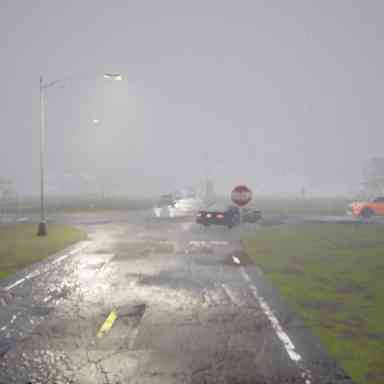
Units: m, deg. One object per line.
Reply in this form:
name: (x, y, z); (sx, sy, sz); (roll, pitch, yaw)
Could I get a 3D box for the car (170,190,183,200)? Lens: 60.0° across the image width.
car: (-2.825, 0.498, 60.633); (2.097, 1.767, 4.553); (0, 1, 0)

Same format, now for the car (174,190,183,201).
car: (-2.826, 0.767, 51.544); (2.128, 1.511, 4.902); (0, 1, 0)

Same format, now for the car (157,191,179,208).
car: (-2.840, 0.969, 38.270); (1.837, 1.490, 4.892); (0, 1, 0)

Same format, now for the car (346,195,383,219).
car: (14.216, 1.048, 25.294); (4.553, 1.767, 2.097); (0, 1, 0)

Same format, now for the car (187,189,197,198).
car: (-0.038, 0.543, 69.871); (2.033, 1.411, 5.357); (0, 1, 0)

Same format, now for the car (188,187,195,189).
car: (-0.043, -0.082, 80.313); (2.150, 2.045, 5.566); (0, 1, 0)

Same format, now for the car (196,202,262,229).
car: (2.332, 1.278, 19.625); (2.033, 1.411, 5.357); (1, 1, 34)
